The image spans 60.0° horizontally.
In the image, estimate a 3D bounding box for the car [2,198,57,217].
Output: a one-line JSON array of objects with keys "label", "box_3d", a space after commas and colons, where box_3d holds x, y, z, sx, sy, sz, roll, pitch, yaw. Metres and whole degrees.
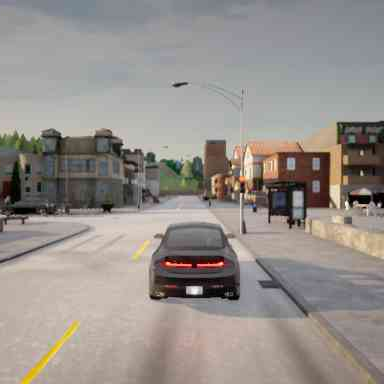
[{"label": "car", "box_3d": [-15.052, 1.334, 30.812, 4.553, 1.767, 2.097, 0, 0, 0]}]

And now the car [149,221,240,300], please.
[{"label": "car", "box_3d": [0.068, 1.500, 8.336, 1.837, 1.490, 4.892, 0, 0, 1]}]
